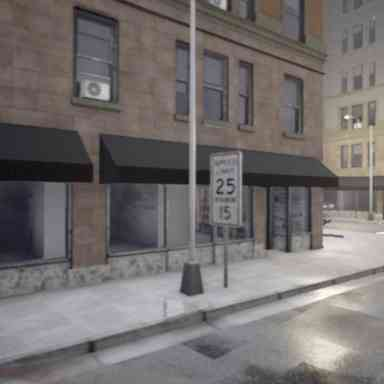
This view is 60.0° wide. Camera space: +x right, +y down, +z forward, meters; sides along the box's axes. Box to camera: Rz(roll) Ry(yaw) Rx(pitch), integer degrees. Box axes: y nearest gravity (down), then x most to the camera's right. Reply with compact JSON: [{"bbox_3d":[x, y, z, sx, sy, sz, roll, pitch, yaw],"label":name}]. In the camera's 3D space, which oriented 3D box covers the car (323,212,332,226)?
[{"bbox_3d":[7.503,1.609,23.831,1.837,1.490,4.892,0,0,-36],"label":"car"}]
